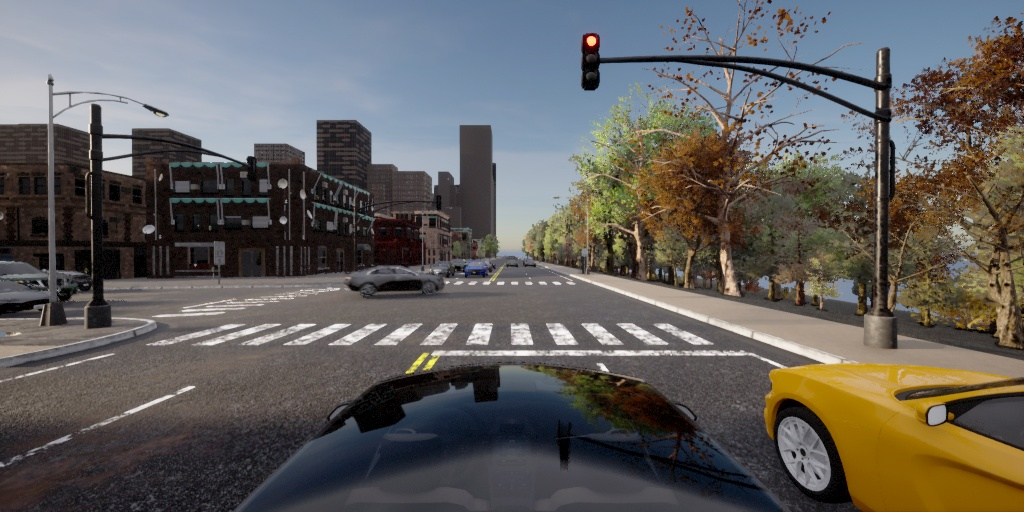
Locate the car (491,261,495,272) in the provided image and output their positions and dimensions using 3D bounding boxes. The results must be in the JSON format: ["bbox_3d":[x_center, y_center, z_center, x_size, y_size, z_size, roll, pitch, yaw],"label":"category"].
[{"bbox_3d":[-3.388,1.261,44.093,1.812,1.442,4.674,0,0,0],"label":"car"}]

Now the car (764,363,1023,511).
[{"bbox_3d":[3.351,1.228,1.397,1.882,1.535,5.008,0,0,0],"label":"car"}]

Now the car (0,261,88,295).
[{"bbox_3d":[-23.364,1.233,16.198,5.566,2.045,2.150,-1,1,0],"label":"car"}]

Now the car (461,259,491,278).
[{"bbox_3d":[-3.381,1.217,34.697,1.882,1.535,5.008,0,0,0],"label":"car"}]

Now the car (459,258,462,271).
[{"bbox_3d":[-6.641,1.087,44.179,2.097,1.767,4.553,0,0,0],"label":"car"}]

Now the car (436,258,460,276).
[{"bbox_3d":[-6.630,1.231,34.305,2.128,1.511,4.902,0,0,0],"label":"car"}]

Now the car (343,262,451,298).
[{"bbox_3d":[-5.975,1.234,18.416,4.902,1.511,2.128,0,0,-26],"label":"car"}]

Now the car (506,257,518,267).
[{"bbox_3d":[0.030,1.290,63.836,1.994,1.385,4.181,0,0,-1],"label":"car"}]

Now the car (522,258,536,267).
[{"bbox_3d":[3.266,1.290,64.501,1.994,1.385,4.181,0,0,1],"label":"car"}]

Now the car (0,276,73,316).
[{"bbox_3d":[-19.961,1.565,13.498,4.313,1.339,1.948,0,0,0],"label":"car"}]

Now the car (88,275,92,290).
[{"bbox_3d":[-28.305,1.559,22.000,4.403,1.370,2.007,0,0,0],"label":"car"}]
